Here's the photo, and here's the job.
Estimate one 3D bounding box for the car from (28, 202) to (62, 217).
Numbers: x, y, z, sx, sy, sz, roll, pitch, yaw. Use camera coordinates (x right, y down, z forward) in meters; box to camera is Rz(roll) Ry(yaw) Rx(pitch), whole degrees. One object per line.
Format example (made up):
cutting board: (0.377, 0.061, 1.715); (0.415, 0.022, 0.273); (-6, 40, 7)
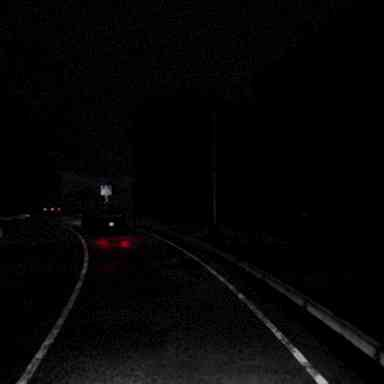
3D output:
car: (-14.010, 1.621, 31.546); (2.033, 1.411, 5.357); (0, -1, -39)

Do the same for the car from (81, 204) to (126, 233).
car: (-5.248, 1.452, 19.416); (2.128, 1.511, 4.902); (0, 0, -26)
